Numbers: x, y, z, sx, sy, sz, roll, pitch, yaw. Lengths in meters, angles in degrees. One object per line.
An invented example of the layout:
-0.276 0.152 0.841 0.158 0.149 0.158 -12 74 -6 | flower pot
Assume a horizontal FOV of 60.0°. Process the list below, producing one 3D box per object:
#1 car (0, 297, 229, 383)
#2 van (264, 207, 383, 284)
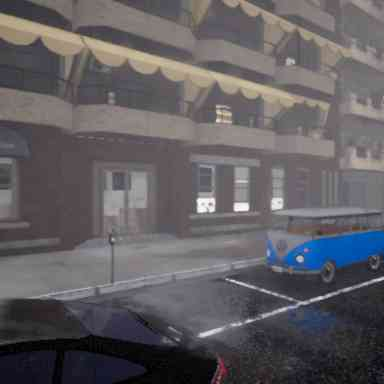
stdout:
-1.692 1.564 2.170 4.181 1.385 1.994 0 0 -35 | car
3.781 1.339 9.257 3.998 1.788 1.690 0 0 -36 | van
